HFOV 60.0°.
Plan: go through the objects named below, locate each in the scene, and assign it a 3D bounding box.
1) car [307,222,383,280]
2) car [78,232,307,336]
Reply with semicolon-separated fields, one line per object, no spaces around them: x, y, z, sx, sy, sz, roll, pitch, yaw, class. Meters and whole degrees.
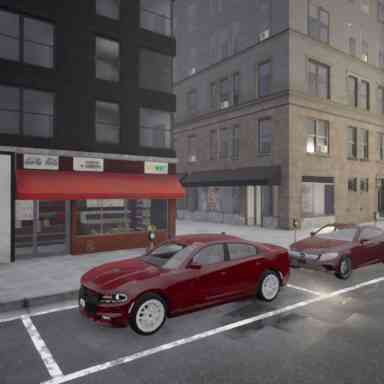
4.579;1.576;9.909;4.206;1.307;1.802;0;0;-35;car
0.059;1.545;6.687;4.507;1.381;1.887;0;0;-35;car
